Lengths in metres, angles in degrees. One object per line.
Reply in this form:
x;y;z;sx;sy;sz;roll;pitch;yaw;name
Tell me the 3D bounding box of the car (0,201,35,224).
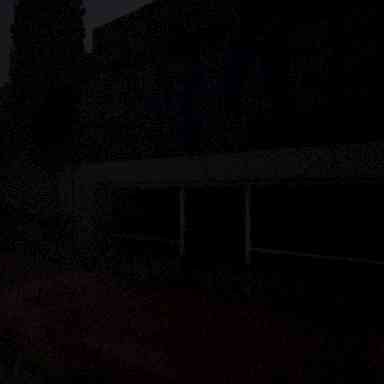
-13.129;1.359;22.525;2.097;1.767;4.553;0;0;35;car
